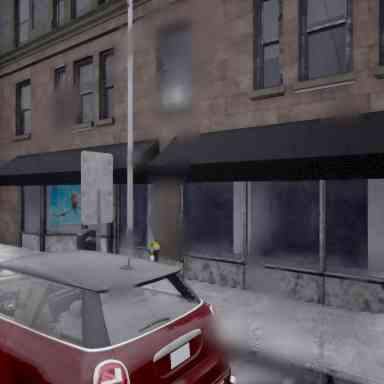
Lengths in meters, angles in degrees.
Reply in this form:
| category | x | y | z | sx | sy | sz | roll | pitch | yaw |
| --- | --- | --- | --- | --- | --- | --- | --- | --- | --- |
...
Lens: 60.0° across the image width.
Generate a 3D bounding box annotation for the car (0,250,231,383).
| category | x | y | z | sx | sy | sz | roll | pitch | yaw |
| --- | --- | --- | --- | --- | --- | --- | --- | --- | --- |
| car | -1.679 | 1.440 | 4.011 | 4.097 | 1.590 | 1.967 | 0 | 0 | 36 |
